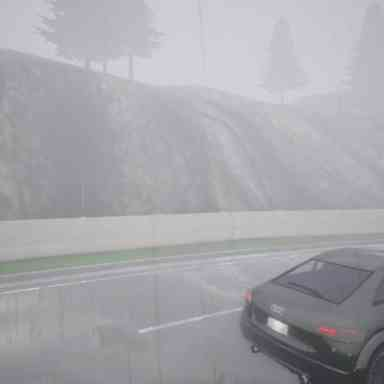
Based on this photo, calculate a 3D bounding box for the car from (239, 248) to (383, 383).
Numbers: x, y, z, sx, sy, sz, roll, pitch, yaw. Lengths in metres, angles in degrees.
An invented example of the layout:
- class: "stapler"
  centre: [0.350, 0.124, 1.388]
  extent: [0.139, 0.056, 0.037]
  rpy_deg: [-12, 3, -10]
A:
- class: "car"
  centre: [2.767, 1.561, 4.922]
  extent: [4.181, 1.385, 1.994]
  rpy_deg: [0, 0, -29]
